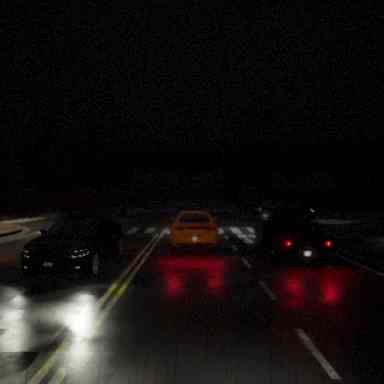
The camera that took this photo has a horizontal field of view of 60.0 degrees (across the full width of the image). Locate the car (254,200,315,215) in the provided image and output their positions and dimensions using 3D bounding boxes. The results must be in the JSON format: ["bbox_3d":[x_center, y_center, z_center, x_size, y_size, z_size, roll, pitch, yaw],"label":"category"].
[{"bbox_3d":[7.150,1.389,25.845,4.553,1.767,2.097,0,0,0],"label":"car"}]

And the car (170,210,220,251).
[{"bbox_3d":[0.095,1.524,14.373,1.882,1.535,5.008,0,0,0],"label":"car"}]

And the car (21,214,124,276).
[{"bbox_3d":[-3.517,1.512,10.637,1.882,1.535,5.008,0,0,0],"label":"car"}]

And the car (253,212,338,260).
[{"bbox_3d":[3.597,1.642,12.557,1.895,1.301,4.718,0,0,0],"label":"car"}]
